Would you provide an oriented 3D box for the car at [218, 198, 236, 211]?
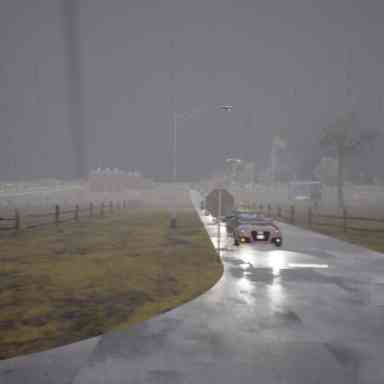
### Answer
[{"bbox_3d":[5.238,1.795,49.832,2.097,1.767,4.553,1,-1,-1],"label":"car"}]

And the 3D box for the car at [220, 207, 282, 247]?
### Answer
[{"bbox_3d":[2.698,1.631,15.354,1.994,1.385,4.181,1,0,-2],"label":"car"}]

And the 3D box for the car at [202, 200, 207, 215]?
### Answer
[{"bbox_3d":[2.474,1.778,35.637,1.994,1.385,4.181,1,-1,-1],"label":"car"}]

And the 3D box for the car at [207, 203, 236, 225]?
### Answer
[{"bbox_3d":[2.576,1.676,25.629,2.033,1.411,5.357,1,0,-1],"label":"car"}]
